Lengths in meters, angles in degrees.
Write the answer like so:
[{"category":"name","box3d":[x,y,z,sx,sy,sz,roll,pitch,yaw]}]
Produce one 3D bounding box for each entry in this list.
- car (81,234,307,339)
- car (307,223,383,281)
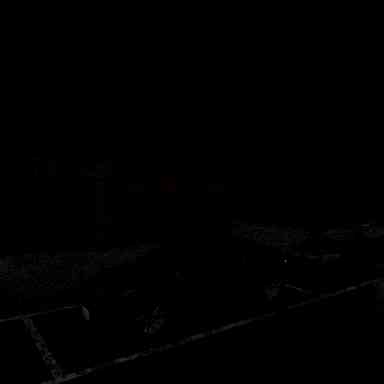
[{"category":"car","box3d":[0.072,1.566,6.588,4.313,1.339,1.947,0,0,-35]},{"category":"car","box3d":[4.552,1.582,9.781,4.206,1.307,1.802,0,0,-35]}]
